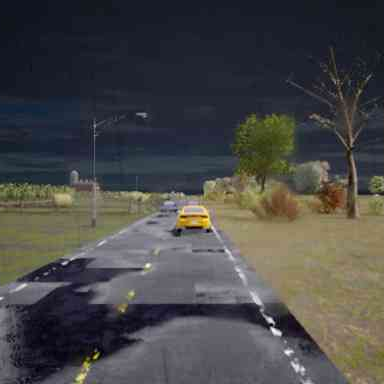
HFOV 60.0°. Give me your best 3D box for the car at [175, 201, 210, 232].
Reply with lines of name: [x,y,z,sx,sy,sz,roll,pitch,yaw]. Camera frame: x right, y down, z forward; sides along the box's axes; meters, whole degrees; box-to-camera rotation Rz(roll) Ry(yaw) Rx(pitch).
car: [0.110,1.607,21.239,1.882,1.535,5.008,0,0,0]

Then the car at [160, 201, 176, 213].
car: [-2.734,1.783,40.138,1.812,1.442,4.674,0,-1,0]
